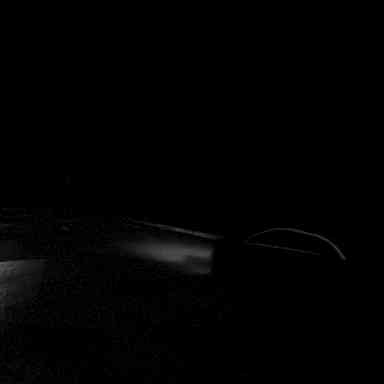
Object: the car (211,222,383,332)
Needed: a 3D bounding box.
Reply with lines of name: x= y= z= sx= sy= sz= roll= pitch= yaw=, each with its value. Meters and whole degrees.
car: x=2.246 y=1.354 z=6.722 sx=2.128 sy=1.511 sz=4.902 roll=-1 pitch=1 yaw=-30
